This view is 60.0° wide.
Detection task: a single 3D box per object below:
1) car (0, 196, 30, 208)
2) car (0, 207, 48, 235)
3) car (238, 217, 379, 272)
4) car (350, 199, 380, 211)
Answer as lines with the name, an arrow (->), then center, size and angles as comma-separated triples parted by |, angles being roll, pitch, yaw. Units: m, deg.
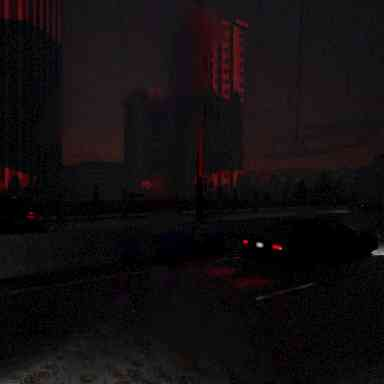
car -> -9.749, 1.222, 14.234 | 5.566, 2.045, 2.150 | 0, 0, -36
car -> -7.625, 1.492, 11.450 | 4.902, 1.511, 2.128 | 0, 0, -35
car -> 3.956, 1.549, 10.867 | 5.357, 1.411, 2.033 | 0, 0, -35
car -> 21.164, 1.584, 40.598 | 4.674, 1.442, 1.812 | 0, 0, -36
